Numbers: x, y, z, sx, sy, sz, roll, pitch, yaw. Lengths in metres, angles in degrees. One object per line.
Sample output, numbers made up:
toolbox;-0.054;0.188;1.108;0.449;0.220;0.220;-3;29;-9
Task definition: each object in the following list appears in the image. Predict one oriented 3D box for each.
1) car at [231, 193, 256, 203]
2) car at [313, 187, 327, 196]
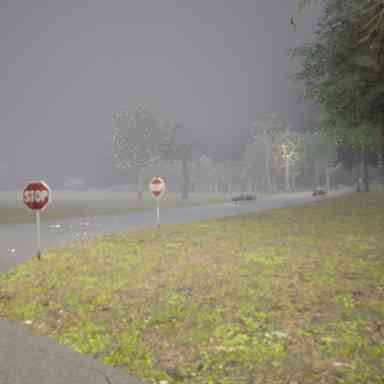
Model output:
car;7.444;0.869;47.839;1.895;1.301;4.718;-3;0;35
car;22.863;-0.126;59.421;1.812;1.442;4.674;-3;0;29
